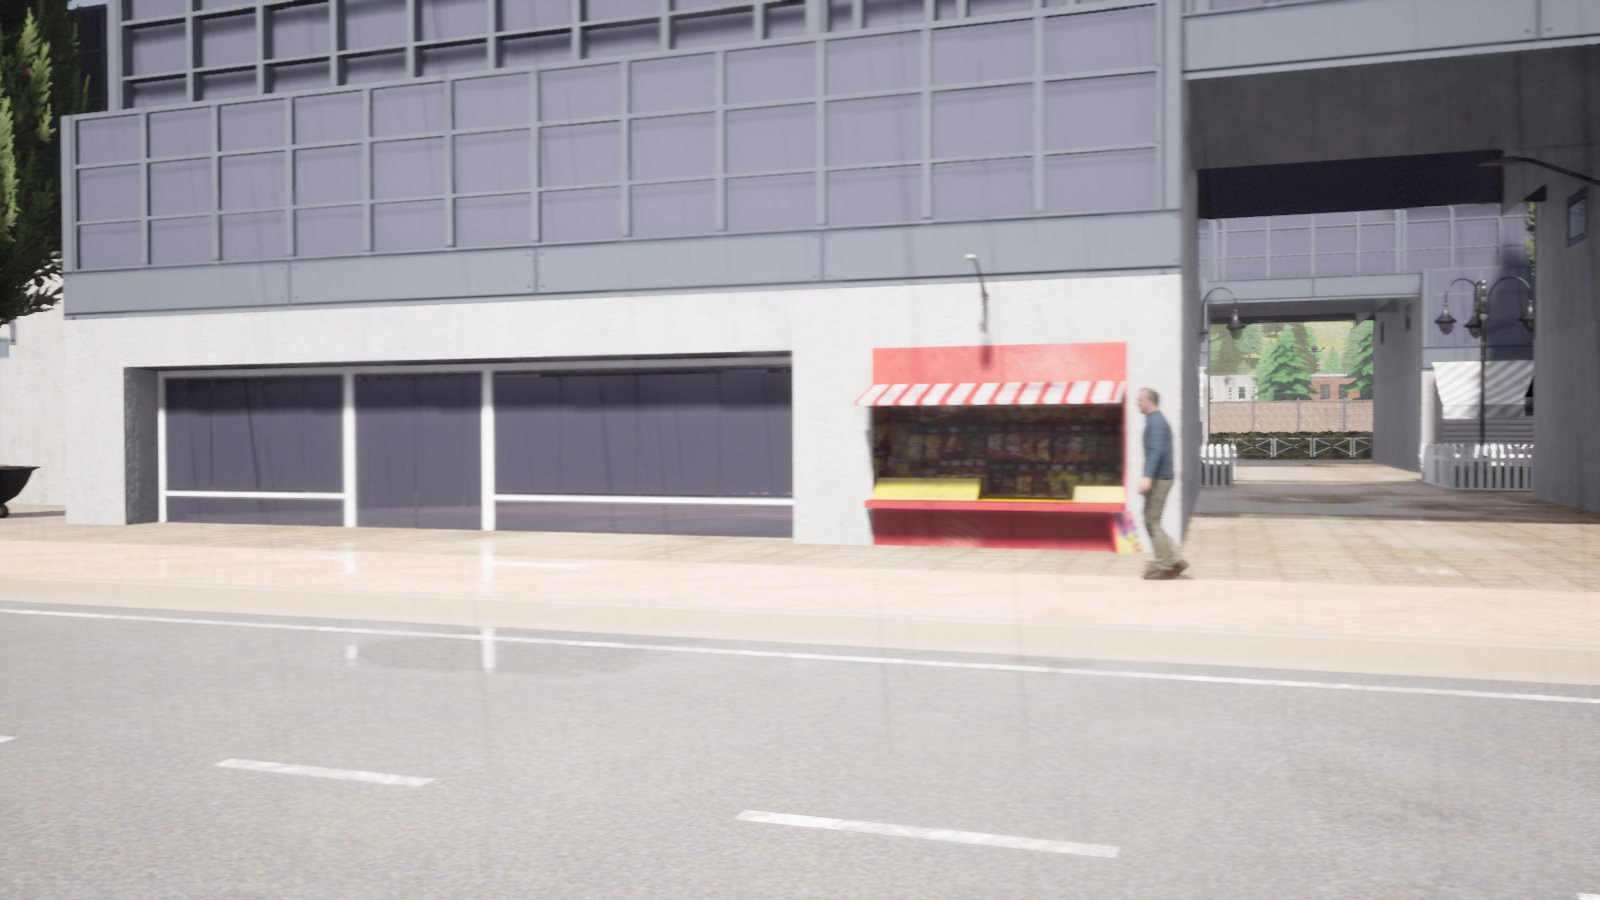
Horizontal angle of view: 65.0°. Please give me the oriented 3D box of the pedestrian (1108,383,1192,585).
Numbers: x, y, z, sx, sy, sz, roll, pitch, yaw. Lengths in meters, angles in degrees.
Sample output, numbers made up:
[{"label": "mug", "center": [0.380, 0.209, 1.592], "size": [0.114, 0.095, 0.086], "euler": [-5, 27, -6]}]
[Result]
[{"label": "pedestrian", "center": [3.277, 0.309, 11.746], "size": [0.726, 1.842, 0.402], "euler": [1, 1, 17]}]
